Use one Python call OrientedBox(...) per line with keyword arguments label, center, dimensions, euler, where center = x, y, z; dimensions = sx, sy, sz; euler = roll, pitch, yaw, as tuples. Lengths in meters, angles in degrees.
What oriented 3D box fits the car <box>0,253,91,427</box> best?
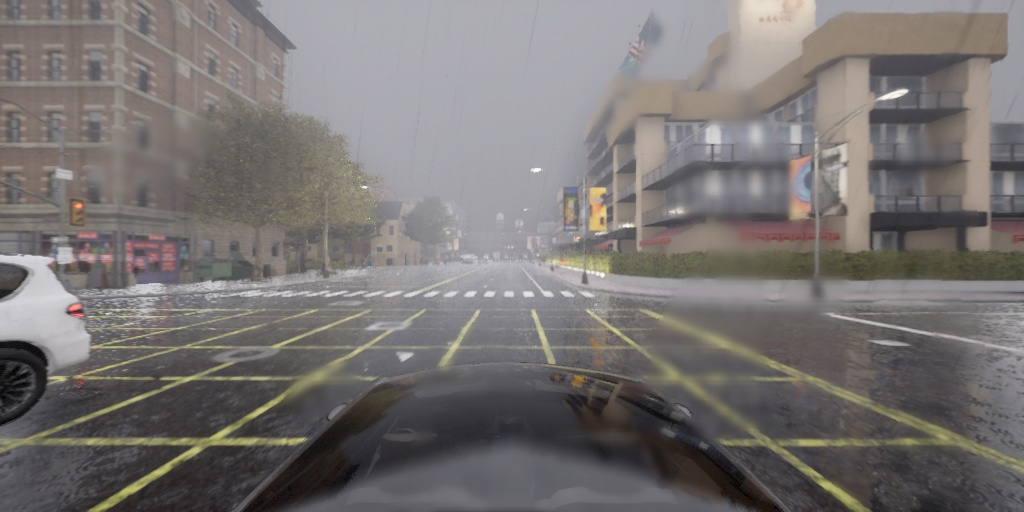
OrientedBox(label="car", center=(-6.999, 0.960, 2.638), dimensions=(2.150, 2.045, 5.566), euler=(0, 0, 0))
